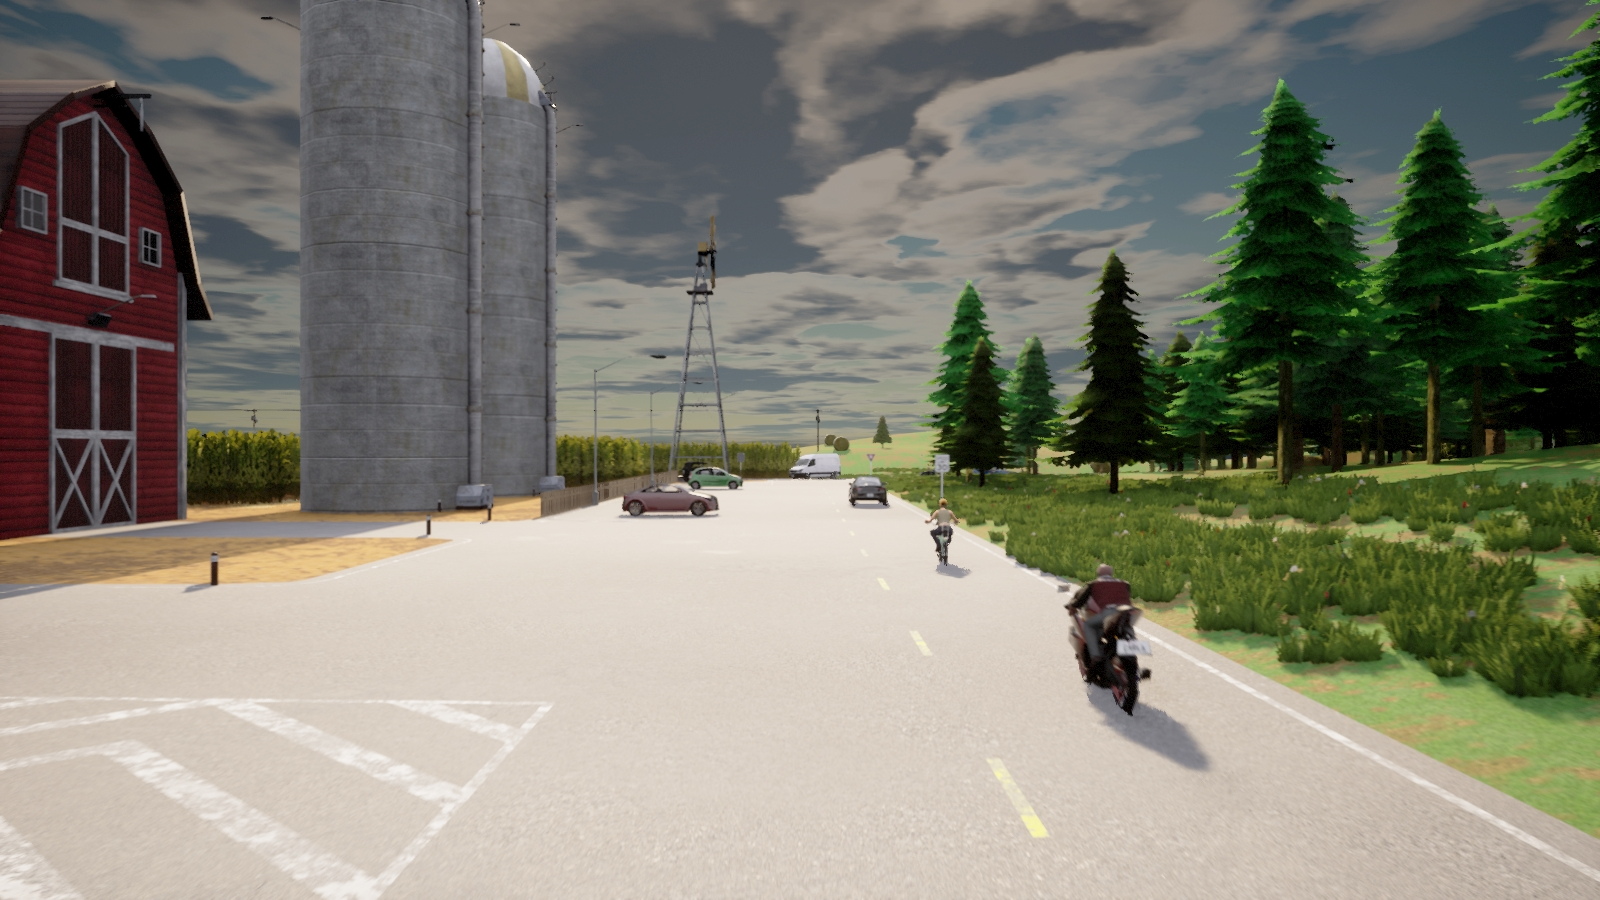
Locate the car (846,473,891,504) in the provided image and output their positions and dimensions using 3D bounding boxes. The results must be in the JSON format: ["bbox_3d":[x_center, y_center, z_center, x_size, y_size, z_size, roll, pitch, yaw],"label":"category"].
[{"bbox_3d":[3.505,1.948,59.232,2.002,1.442,4.674,0,0,0],"label":"car"}]

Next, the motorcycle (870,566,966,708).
[{"bbox_3d":[1.304,2.066,13.040,0.867,1.251,2.209,0,0,0],"label":"motorcycle"}]
